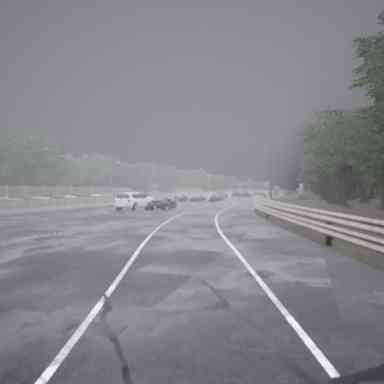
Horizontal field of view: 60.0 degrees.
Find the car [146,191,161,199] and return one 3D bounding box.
[{"bbox_3d":[-10.638,0.720,92.061,2.150,2.045,5.566,0,0,18],"label":"car"}]

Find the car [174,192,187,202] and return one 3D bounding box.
[{"bbox_3d":[-2.154,1.181,62.174,1.812,1.442,4.674,0,0,18],"label":"car"}]

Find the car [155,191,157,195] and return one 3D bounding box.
[{"bbox_3d":[-7.358,1.033,46.568,2.150,2.045,5.566,0,0,18],"label":"car"}]

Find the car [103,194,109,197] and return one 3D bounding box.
[{"bbox_3d":[-19.051,1.141,77.889,1.882,1.535,5.008,0,0,18],"label":"car"}]

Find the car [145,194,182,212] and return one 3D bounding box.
[{"bbox_3d":[-3.099,1.355,37.207,1.837,1.490,4.892,0,0,18],"label":"car"}]

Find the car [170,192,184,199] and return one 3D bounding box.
[{"bbox_3d":[-3.978,0.817,89.904,2.097,1.767,4.553,0,0,18],"label":"car"}]

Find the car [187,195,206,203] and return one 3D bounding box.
[{"bbox_3d":[1.177,1.239,61.090,1.895,1.301,4.718,0,0,18],"label":"car"}]

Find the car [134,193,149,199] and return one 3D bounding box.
[{"bbox_3d":[-14.044,0.992,92.909,1.882,1.535,5.008,0,0,18],"label":"car"}]

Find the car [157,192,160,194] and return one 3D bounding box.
[{"bbox_3d":[-9.003,1.207,74.830,1.895,1.301,4.718,0,0,18],"label":"car"}]

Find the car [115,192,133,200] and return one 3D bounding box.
[{"bbox_3d":[-15.626,0.999,77.099,2.097,1.767,4.553,0,0,18],"label":"car"}]

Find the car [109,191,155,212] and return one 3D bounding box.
[{"bbox_3d":[-6.647,1.094,37.638,2.150,2.045,5.566,0,0,18],"label":"car"}]

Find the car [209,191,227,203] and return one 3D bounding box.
[{"bbox_3d":[4.487,1.128,59.961,1.837,1.490,4.892,0,0,18],"label":"car"}]

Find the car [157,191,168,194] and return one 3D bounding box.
[{"bbox_3d":[-7.306,1.031,90.984,1.994,1.385,4.181,0,0,18],"label":"car"}]

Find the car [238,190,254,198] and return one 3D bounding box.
[{"bbox_3d":[14.760,0.546,90.779,2.150,2.045,5.566,0,0,18],"label":"car"}]
